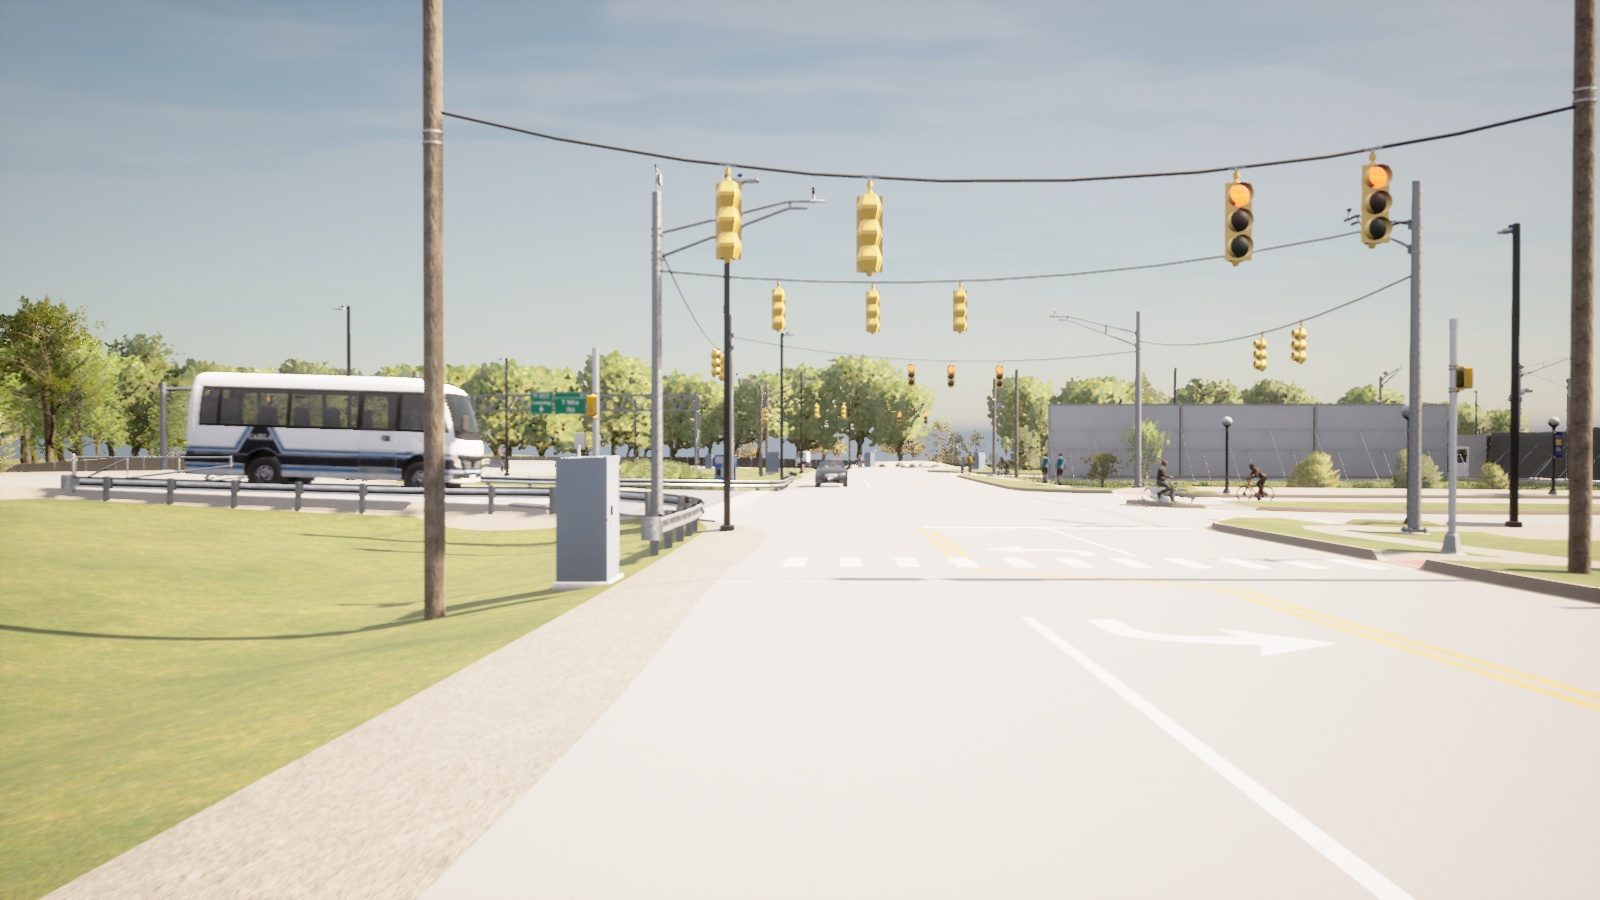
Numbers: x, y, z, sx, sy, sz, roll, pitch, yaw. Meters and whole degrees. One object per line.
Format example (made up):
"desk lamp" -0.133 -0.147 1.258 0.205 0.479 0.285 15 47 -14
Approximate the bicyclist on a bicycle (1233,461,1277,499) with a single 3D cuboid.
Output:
"bicyclist on a bicycle" 19.244 1.261 53.099 1.656 1.620 0.582 0 0 -4

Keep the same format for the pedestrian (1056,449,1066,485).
"pedestrian" 14.249 0.913 68.614 0.396 1.930 0.692 0 1 1

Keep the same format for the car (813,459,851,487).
"car" 1.866 1.318 72.372 2.128 1.511 4.902 0 0 2

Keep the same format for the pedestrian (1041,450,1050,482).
"pedestrian" 14.919 0.989 76.297 0.396 1.930 0.692 0 1 2

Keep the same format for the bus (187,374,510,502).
"bus" -16.262 -0.414 45.908 10.273 4.253 3.944 1 0 2

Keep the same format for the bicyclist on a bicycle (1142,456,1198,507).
"bicyclist on a bicycle" 13.723 1.159 46.592 1.843 1.776 0.659 2 0 26
